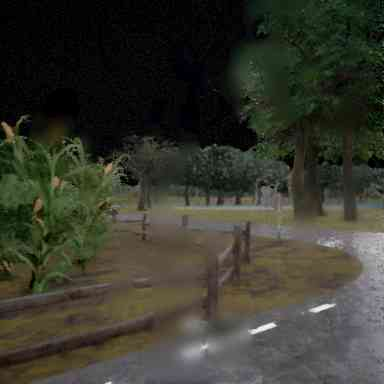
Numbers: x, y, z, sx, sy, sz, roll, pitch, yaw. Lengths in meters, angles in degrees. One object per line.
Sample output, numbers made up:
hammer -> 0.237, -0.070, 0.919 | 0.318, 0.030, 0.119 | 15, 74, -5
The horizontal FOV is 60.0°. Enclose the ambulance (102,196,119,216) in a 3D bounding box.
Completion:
ambulance -> -11.485, 1.797, 43.029 | 2.351, 2.431, 6.366 | 0, -1, -35
